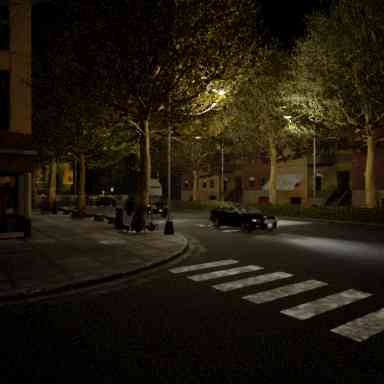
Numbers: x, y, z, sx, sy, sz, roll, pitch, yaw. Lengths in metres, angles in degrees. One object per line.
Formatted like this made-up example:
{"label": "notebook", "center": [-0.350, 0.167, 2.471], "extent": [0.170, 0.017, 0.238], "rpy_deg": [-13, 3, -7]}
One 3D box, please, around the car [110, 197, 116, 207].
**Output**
{"label": "car", "center": [-12.724, 1.504, 48.939], "extent": [1.837, 1.490, 4.892], "rpy_deg": [0, 0, -34]}

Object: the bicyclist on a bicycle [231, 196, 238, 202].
{"label": "bicyclist on a bicycle", "center": [4.730, 1.299, 37.596], "extent": [1.656, 1.620, 0.582], "rpy_deg": [0, 0, -35]}

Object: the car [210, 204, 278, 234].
{"label": "car", "center": [2.903, 1.492, 19.610], "extent": [2.128, 1.511, 4.902], "rpy_deg": [0, 0, -29]}

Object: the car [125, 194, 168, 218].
{"label": "car", "center": [-4.198, 1.219, 30.319], "extent": [2.150, 2.045, 5.566], "rpy_deg": [0, 0, -34]}

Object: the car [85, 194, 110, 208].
{"label": "car", "center": [-12.734, 0.969, 42.798], "extent": [2.097, 1.767, 4.553], "rpy_deg": [0, 0, -35]}
